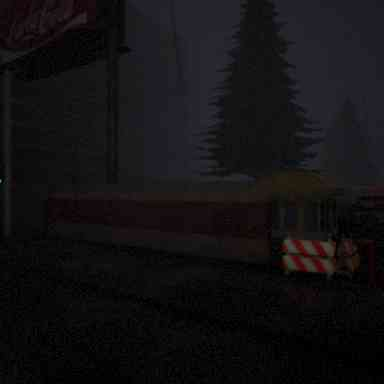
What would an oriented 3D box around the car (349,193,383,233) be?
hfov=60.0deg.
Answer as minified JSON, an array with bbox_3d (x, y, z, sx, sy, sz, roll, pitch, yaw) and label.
[{"bbox_3d":[10.165,1.148,16.993,3.866,1.878,1.905,0,0,35],"label":"car"}]

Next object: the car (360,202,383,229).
[{"bbox_3d":[12.104,1.338,19.051,4.193,1.474,1.816,0,0,35],"label":"car"}]
